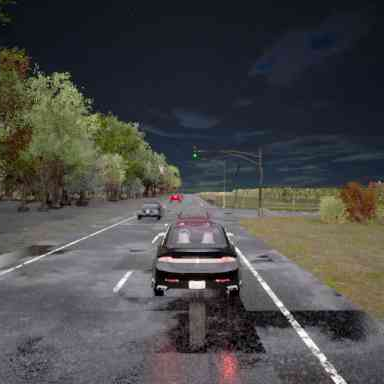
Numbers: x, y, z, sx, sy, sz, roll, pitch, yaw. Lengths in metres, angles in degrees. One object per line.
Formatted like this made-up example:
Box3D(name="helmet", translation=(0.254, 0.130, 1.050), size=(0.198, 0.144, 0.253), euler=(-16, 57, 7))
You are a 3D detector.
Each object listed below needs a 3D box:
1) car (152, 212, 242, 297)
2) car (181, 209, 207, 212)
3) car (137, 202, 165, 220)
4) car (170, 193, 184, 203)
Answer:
Box3D(name="car", translation=(0.101, 1.494, 8.549), size=(2.128, 1.511, 4.902), euler=(0, 0, 0))
Box3D(name="car", translation=(0.103, 1.605, 18.373), size=(1.895, 1.301, 4.718), euler=(0, 0, 0))
Box3D(name="car", translation=(-3.397, 1.553, 28.078), size=(2.033, 1.411, 5.357), euler=(0, 0, 0))
Box3D(name="car", translation=(-3.441, 1.224, 71.563), size=(2.150, 2.045, 5.566), euler=(0, 0, 0))
